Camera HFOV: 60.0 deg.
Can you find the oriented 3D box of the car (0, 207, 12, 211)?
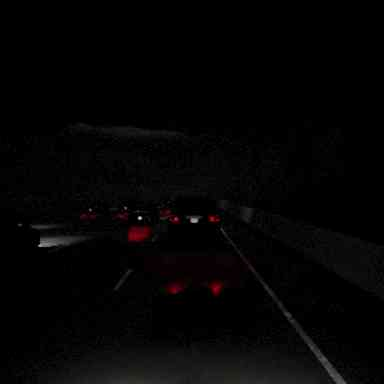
[{"bbox_3d":[-10.416,1.494,17.553,1.812,1.442,4.674,0,0,0],"label":"car"}]

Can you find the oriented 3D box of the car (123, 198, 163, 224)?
[{"bbox_3d":[-3.422,1.459,24.280,1.837,1.490,4.892,0,0,0],"label":"car"}]

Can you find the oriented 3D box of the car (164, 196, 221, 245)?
[{"bbox_3d":[0.086,1.191,15.425,2.150,2.045,5.566,0,0,0],"label":"car"}]

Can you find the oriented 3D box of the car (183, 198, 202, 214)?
[{"bbox_3d":[0.069,1.411,34.993,1.882,1.535,5.008,0,0,0],"label":"car"}]

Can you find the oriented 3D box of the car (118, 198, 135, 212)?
[{"bbox_3d":[-6.934,1.436,37.226,1.837,1.490,4.892,0,0,0],"label":"car"}]

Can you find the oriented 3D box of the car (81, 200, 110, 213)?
[{"bbox_3d":[-10.433,1.535,36.360,1.895,1.301,4.718,0,0,0],"label":"car"}]

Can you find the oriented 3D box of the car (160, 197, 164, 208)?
[{"bbox_3d":[-3.438,1.413,42.187,2.128,1.511,4.902,0,0,0],"label":"car"}]

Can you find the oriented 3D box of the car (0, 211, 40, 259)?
[{"bbox_3d":[-6.910,1.543,11.272,1.994,1.385,4.181,0,0,0],"label":"car"}]
